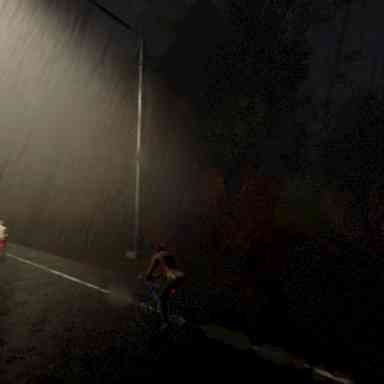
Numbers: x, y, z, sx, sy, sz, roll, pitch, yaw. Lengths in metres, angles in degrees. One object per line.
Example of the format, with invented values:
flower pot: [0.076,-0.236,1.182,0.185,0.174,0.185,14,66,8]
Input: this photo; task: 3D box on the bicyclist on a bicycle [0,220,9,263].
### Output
bicyclist on a bicycle: [-7.627,1.906,13.119,0.866,1.612,1.509,4,-4,-44]

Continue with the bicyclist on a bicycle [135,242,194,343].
bicyclist on a bicycle: [-0.534,1.737,5.956,0.582,1.620,1.656,4,-4,-44]
